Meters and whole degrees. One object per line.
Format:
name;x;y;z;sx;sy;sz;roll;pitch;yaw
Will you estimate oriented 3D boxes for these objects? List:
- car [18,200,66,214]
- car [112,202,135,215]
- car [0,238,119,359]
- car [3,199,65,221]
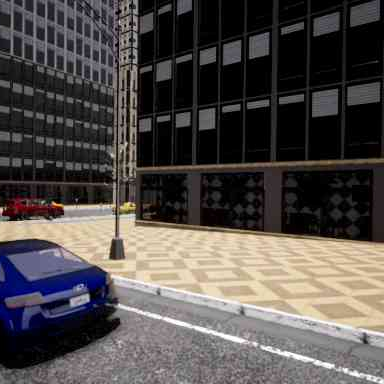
car;-17.299;1.649;38.511;1.752;1.417;4.829;1;0;36
car;-7.003;1.835;38.382;1.752;1.417;4.829;1;0;36
car;-3.311;1.562;6.028;4.181;1.385;1.994;0;0;34
car;-13.770;1.524;29.148;2.192;1.841;5.009;1;0;36
